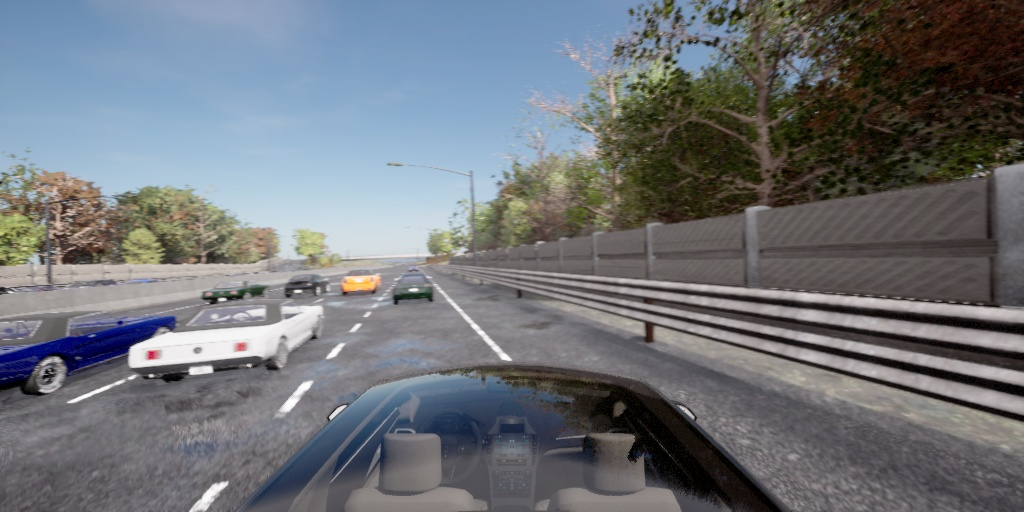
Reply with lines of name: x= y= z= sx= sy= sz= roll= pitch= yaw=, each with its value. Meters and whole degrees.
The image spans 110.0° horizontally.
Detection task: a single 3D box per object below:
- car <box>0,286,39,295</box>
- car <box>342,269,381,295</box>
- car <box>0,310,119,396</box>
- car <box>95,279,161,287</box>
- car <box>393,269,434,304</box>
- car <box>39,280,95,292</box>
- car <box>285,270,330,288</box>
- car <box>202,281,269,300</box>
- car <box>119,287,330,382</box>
car: x=-36.707 y=3.030 z=27.669 sx=1.994 sy=1.385 sz=4.181 roll=-2 pitch=0 yaw=-15
car: x=-10.448 y=1.665 z=25.149 sx=2.097 sy=1.767 sz=4.553 roll=-2 pitch=0 yaw=-15
car: x=-9.132 y=1.772 z=7.208 sx=1.895 sy=1.301 sz=4.718 roll=-2 pitch=0 yaw=-15
car: x=-29.717 y=2.644 z=28.596 sx=1.882 sy=1.535 sz=5.008 roll=-2 pitch=-1 yaw=-15
car: x=-5.243 y=1.622 z=19.065 sx=1.994 sy=1.385 sz=4.181 roll=-2 pitch=0 yaw=-15
car: x=-33.208 y=2.667 z=28.092 sx=2.097 sy=1.767 sz=4.553 roll=-2 pitch=0 yaw=-15
car: x=-13.885 y=1.964 z=24.490 sx=1.837 sy=1.490 sz=4.892 roll=-2 pitch=0 yaw=-15
car: x=-16.900 y=2.180 z=22.285 sx=1.895 sy=1.301 sz=4.718 roll=-2 pitch=0 yaw=-15
car: x=-5.748 y=1.629 z=8.084 sx=1.895 sy=1.301 sz=4.718 roll=-2 pitch=0 yaw=-15
